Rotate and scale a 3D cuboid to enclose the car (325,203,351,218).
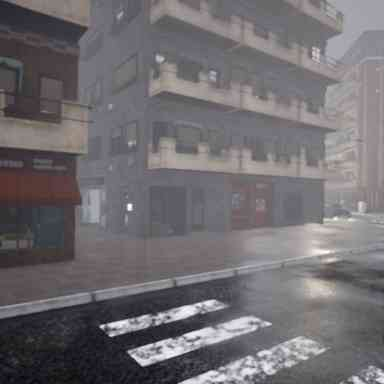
[{"bbox_3d":[16.406,2.046,37.905,1.882,1.535,5.008,1,-1,5],"label":"car"}]
